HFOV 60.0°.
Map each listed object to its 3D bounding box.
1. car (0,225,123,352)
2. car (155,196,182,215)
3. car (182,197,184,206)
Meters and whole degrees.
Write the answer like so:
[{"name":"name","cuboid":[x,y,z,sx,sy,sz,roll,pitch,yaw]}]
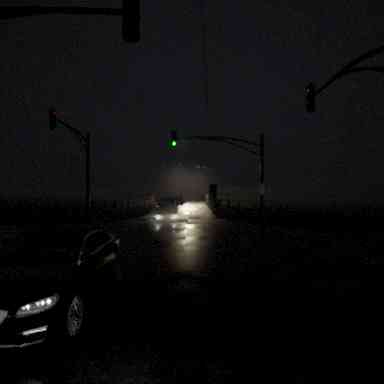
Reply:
[{"name":"car","cuboid":[-2.660,1.479,6.554,2.128,1.511,4.902,0,0,1]},{"name":"car","cuboid":[-2.448,1.277,33.409,2.097,1.767,4.553,0,0,1]},{"name":"car","cuboid":[-2.229,1.378,51.657,1.882,1.535,5.008,0,0,1]}]
